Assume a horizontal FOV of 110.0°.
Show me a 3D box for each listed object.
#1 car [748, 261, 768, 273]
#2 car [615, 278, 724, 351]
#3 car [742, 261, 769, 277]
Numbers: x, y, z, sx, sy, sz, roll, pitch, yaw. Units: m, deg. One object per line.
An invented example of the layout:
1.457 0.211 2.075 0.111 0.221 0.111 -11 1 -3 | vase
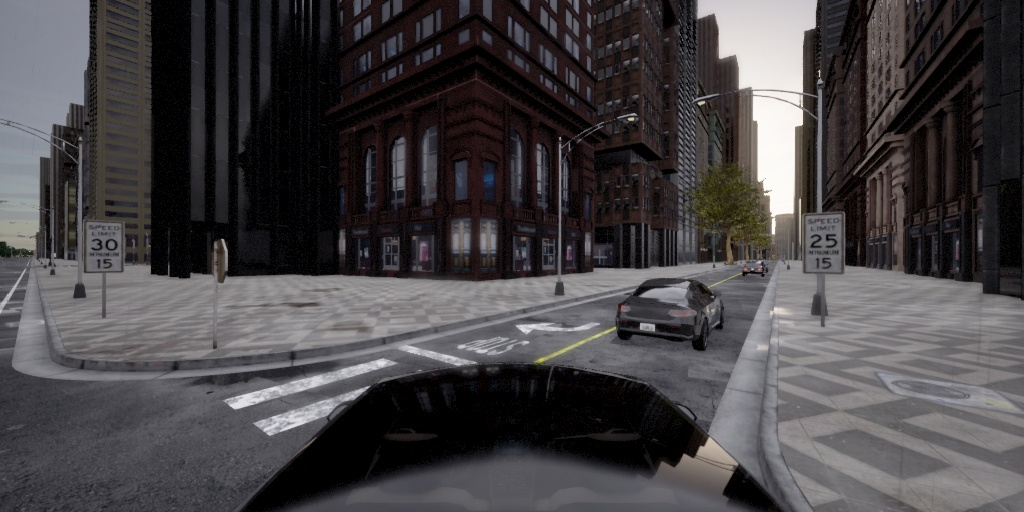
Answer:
30.764 1.327 44.752 1.812 1.442 4.674 0 0 37 | car
4.126 1.279 9.120 1.812 1.442 4.674 0 0 37 | car
24.535 1.327 36.332 2.033 1.411 5.357 0 0 37 | car
